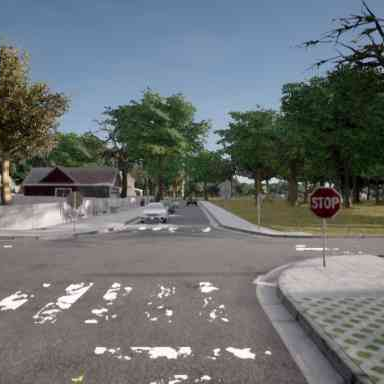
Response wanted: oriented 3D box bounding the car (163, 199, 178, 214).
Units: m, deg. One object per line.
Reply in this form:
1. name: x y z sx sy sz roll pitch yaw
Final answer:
1. car: -2.860 1.575 36.446 1.837 1.490 4.892 0 0 0

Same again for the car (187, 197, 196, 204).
1. car: -0.019 1.753 68.298 1.812 1.442 4.674 0 0 0

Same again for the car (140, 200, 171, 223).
1. car: -2.838 1.560 25.821 1.812 1.442 4.674 0 0 -1

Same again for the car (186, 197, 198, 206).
1. car: -0.020 1.678 57.875 1.837 1.490 4.892 0 0 0
